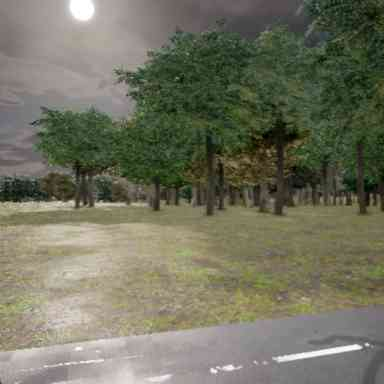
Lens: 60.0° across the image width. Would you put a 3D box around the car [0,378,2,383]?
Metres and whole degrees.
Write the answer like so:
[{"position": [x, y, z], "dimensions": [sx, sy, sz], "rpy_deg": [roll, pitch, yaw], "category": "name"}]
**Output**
[{"position": [-3.603, 1.451, 1.634], "dimensions": [4.553, 1.767, 2.097], "rpy_deg": [0, -2, -16], "category": "car"}]
